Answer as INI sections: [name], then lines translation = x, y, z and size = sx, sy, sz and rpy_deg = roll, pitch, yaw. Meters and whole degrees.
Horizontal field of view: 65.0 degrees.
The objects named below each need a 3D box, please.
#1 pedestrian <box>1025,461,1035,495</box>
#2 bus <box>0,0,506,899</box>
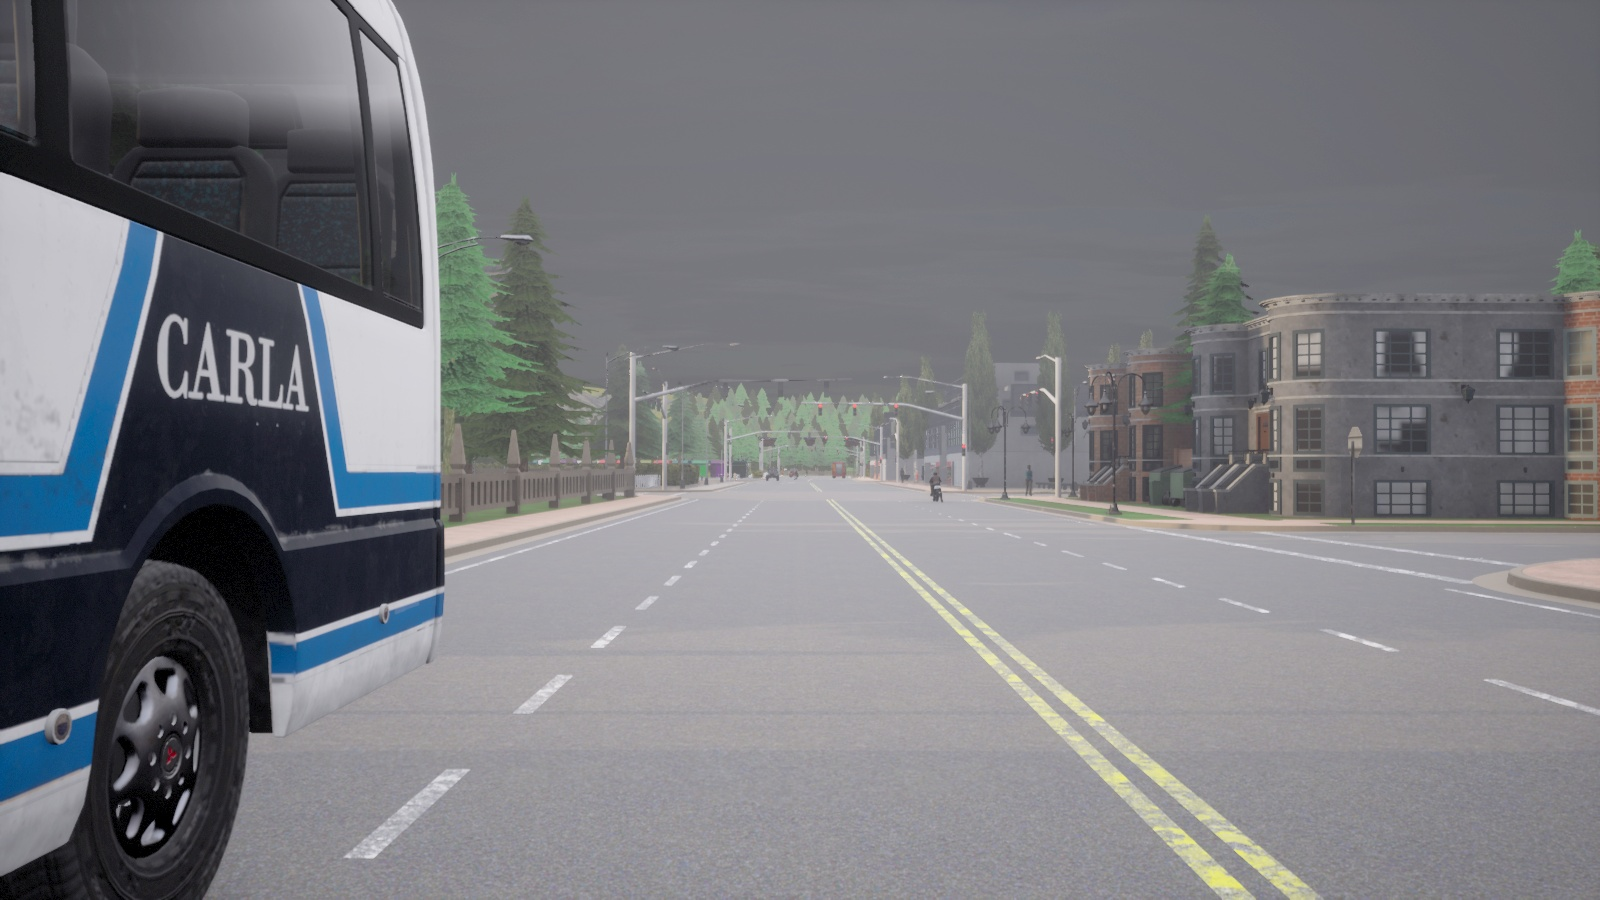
[pedestrian]
translation = 12.878, 1.564, 70.358
size = 0.396, 1.930, 0.692
rpy_deg = 0, -1, -6
[bus]
translation = -3.508, -0.524, 1.477
size = 3.944, 4.253, 10.273
rpy_deg = 0, -1, 0
